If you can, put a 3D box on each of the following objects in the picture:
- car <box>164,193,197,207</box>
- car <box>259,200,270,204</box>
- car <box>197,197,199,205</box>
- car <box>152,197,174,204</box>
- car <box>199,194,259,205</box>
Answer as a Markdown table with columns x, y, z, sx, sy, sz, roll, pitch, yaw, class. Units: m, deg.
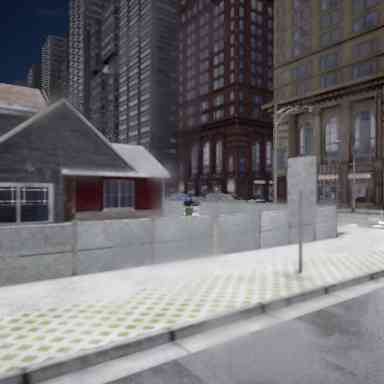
| x | y | z | sx | sy | sz | roll | pitch | yaw | class |
| --- | --- | --- | --- | --- | --- | --- | --- | --- | --- |
| -2.019 | 1.215 | 52.112 | 2.150 | 2.045 | 5.566 | 0 | 0 | -35 | car |
| 6.810 | 1.513 | 33.642 | 1.812 | 1.442 | 4.674 | 0 | 0 | -35 | car |
| 0.410 | 1.495 | 54.316 | 2.128 | 1.511 | 4.902 | 0 | 0 | -35 | car |
| -5.494 | 1.602 | 62.634 | 1.895 | 1.301 | 4.718 | 0 | 0 | -35 | car |
| 3.500 | 1.198 | 32.699 | 2.150 | 2.045 | 5.566 | 0 | 0 | -35 | car |
